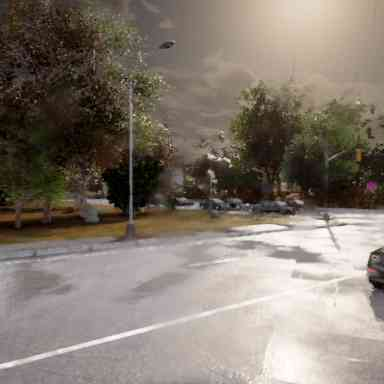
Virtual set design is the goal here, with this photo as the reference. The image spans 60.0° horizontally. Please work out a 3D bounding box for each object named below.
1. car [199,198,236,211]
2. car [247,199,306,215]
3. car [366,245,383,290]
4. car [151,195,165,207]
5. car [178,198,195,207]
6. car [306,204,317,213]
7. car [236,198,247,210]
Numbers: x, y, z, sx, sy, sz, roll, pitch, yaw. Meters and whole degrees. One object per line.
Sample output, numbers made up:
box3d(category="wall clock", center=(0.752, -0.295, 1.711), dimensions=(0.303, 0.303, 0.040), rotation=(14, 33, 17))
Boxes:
box3d(category="car", center=(2.890, 1.574, 42.334), dimensions=(1.837, 1.490, 4.892), rotation=(0, 0, -38))
box3d(category="car", center=(8.701, 1.618, 34.880), dimensions=(2.033, 1.411, 5.357), rotation=(0, 0, -38))
box3d(category="car", center=(5.936, 1.561, 7.859), dimensions=(4.674, 1.442, 1.812), rotation=(0, 0, -35))
box3d(category="car", center=(-5.602, 1.288, 53.248), dimensions=(2.150, 2.045, 5.566), rotation=(0, 0, -38))
box3d(category="car", center=(-1.759, 1.621, 54.004), dimensions=(2.033, 1.411, 5.357), rotation=(0, 0, -38))
box3d(category="car", center=(11.404, 1.555, 37.109), dimensions=(1.882, 1.535, 5.008), rotation=(0, 0, -38))
box3d(category="car", center=(5.653, 1.567, 44.484), dimensions=(2.128, 1.511, 4.902), rotation=(0, 0, -38))
